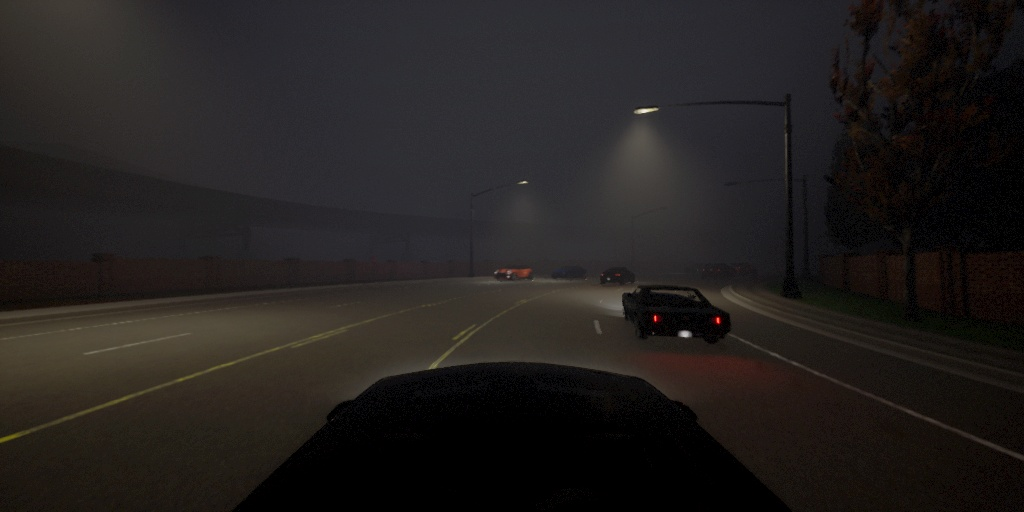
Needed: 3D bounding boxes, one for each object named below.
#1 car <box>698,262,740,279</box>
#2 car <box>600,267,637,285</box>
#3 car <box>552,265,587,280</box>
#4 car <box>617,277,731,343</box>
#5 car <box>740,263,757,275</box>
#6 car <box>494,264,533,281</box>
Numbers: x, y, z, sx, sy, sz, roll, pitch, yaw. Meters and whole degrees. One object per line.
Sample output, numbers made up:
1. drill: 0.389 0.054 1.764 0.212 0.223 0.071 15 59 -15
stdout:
1. car: 23.140 1.584 40.001 4.553 1.767 2.097 1 -1 -39
2. car: 8.911 1.655 30.063 1.812 1.442 4.674 -1 -1 35
3. car: 6.147 1.748 38.338 1.882 1.535 5.008 -1 -2 40
4. car: 4.322 1.481 10.244 1.895 1.301 4.718 0 -1 11
5. car: 32.356 1.750 50.367 4.553 1.767 2.097 0 -1 -30
6. car: 0.194 1.579 36.117 2.097 1.767 4.553 -1 -1 35
